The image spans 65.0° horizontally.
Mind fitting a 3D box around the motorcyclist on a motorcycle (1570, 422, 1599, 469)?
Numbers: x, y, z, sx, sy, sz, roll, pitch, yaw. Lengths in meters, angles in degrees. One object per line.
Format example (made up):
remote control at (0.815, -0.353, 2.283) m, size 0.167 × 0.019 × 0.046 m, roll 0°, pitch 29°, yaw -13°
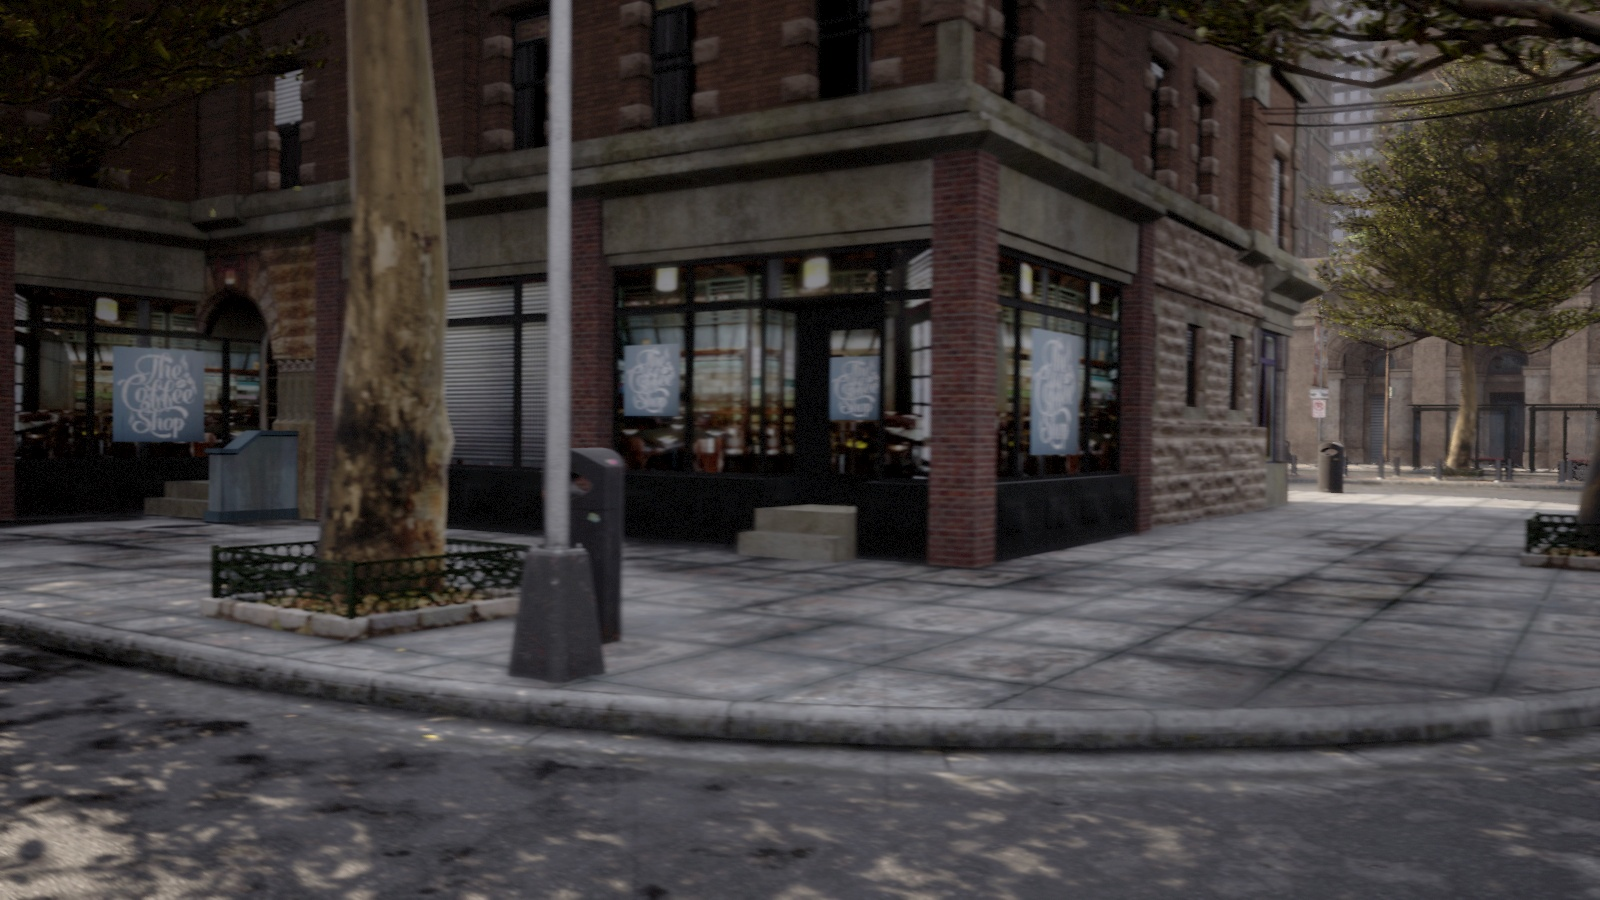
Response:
motorcyclist on a motorcycle at (28.462, -0.179, 44.151) m, size 2.350 × 1.649 × 0.766 m, roll 0°, pitch 1°, yaw 34°
